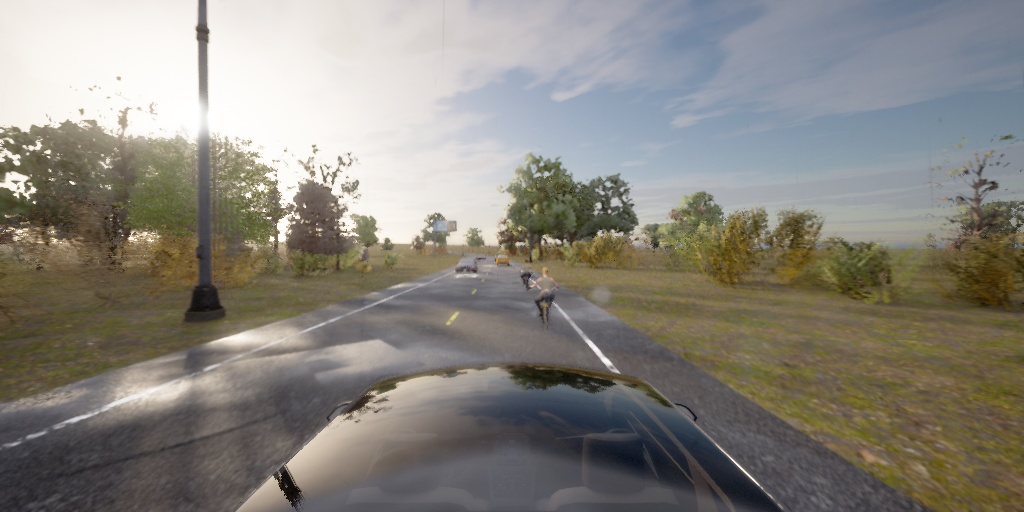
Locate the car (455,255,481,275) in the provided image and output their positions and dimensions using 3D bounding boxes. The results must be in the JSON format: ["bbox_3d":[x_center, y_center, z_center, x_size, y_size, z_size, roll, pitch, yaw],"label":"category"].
[{"bbox_3d":[-4.152,0.921,33.539,1.812,1.442,4.674,0,1,-2],"label":"car"}]

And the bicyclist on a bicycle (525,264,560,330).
[{"bbox_3d":[0.894,1.098,9.709,0.866,1.612,1.509,0,1,0],"label":"bicyclist on a bicycle"}]

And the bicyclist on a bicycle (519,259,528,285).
[{"bbox_3d":[0.775,0.992,19.247,0.866,1.612,1.509,0,1,-1],"label":"bicyclist on a bicycle"}]

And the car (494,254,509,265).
[{"bbox_3d":[-1.481,0.599,56.075,1.882,1.535,5.008,0,1,-3],"label":"car"}]
